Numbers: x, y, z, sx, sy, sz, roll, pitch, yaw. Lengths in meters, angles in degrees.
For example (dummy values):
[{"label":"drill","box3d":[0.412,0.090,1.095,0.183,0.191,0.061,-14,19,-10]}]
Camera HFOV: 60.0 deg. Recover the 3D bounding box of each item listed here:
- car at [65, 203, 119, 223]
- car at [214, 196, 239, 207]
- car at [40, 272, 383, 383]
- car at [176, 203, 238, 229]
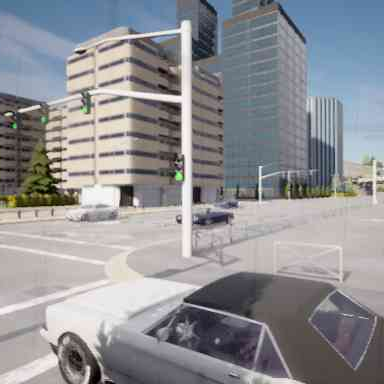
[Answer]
[{"label":"car","box3d":[-8.188,1.660,27.651,1.812,1.442,4.674,0,0,34]},{"label":"car","box3d":[4.706,1.487,46.470,2.097,1.767,4.553,0,0,35]},{"label":"car","box3d":[0.422,1.611,3.634,4.718,1.301,1.895,0,0,35]},{"label":"car","box3d":[1.028,1.672,22.387,1.895,1.301,4.718,0,0,34]}]
